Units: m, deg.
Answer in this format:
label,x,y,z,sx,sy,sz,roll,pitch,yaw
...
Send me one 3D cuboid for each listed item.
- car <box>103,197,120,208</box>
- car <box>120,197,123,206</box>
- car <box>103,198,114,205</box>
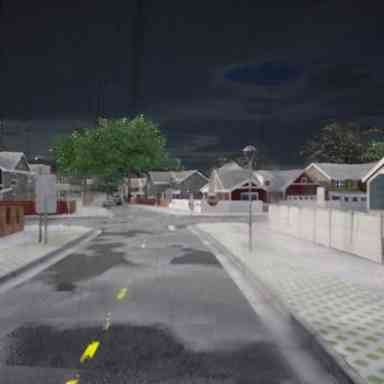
label,x,y,z,sx,sy,sz,roll,pitch,yaw
car,-15.236,2.046,61.492,2.097,1.767,4.553,0,0,-22
car,-16.315,1.995,71.012,2.150,2.045,5.566,0,0,-23
car,-20.299,2.253,80.565,2.128,1.511,4.902,0,-1,-21
